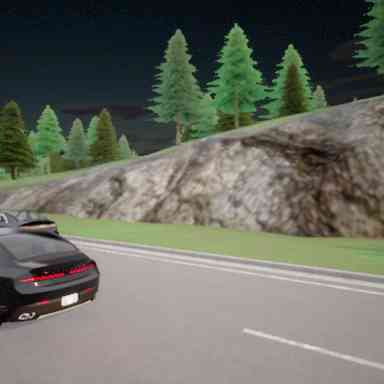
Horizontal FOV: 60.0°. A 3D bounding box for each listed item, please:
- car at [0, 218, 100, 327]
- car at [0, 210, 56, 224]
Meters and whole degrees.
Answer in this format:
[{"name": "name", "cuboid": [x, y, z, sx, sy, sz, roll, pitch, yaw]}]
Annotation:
[{"name": "car", "cuboid": [-3.962, 1.502, 6.826, 4.892, 1.490, 1.837, 0, 0, 35]}, {"name": "car", "cuboid": [-7.484, 1.486, 13.635, 4.902, 1.511, 2.128, 0, 0, 36]}]
